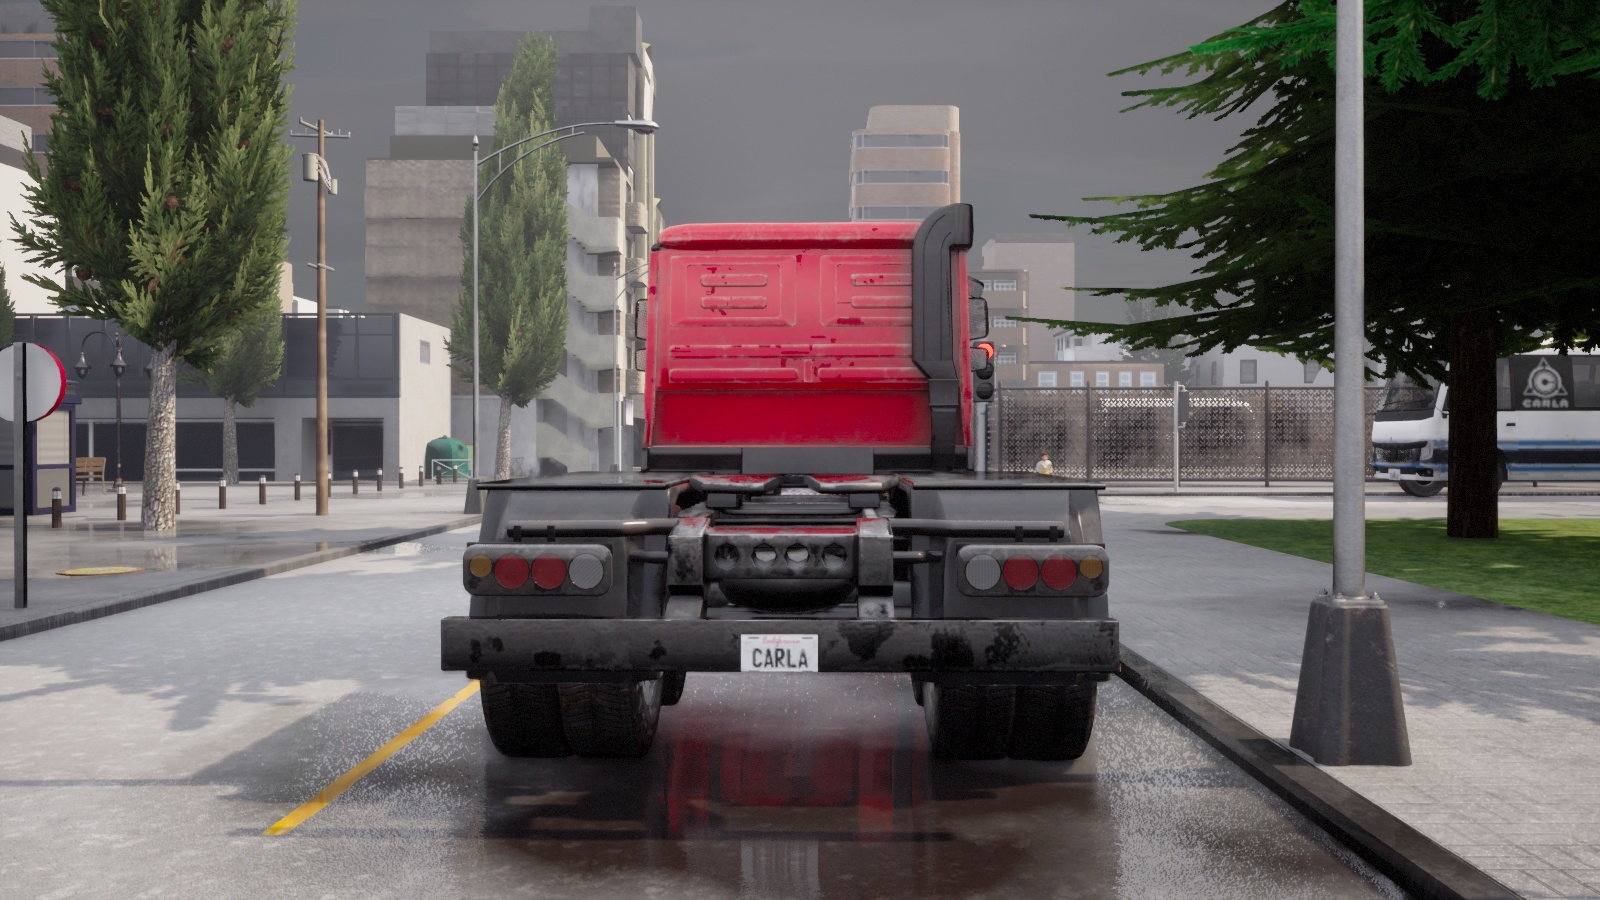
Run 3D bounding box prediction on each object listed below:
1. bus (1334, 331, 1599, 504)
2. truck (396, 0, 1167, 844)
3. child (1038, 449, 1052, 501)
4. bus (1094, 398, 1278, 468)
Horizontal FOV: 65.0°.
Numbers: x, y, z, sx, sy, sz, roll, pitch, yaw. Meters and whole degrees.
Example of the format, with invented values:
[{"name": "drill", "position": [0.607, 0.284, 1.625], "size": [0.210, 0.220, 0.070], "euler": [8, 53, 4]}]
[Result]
[{"name": "bus", "position": [19.983, -0.800, 32.951], "size": [10.273, 4.253, 3.944], "euler": [0, 0, -1]}, {"name": "truck", "position": [0.020, -0.284, 8.679], "size": [2.891, 3.462, 7.936], "euler": [0, 0, 1]}, {"name": "child", "position": [6.048, 0.616, 31.042], "size": [0.270, 1.263, 0.437], "euler": [0, 0, 0]}, {"name": "bus", "position": [23.856, -1.052, 78.208], "size": [10.273, 4.253, 3.944], "euler": [0, 0, 2]}]
